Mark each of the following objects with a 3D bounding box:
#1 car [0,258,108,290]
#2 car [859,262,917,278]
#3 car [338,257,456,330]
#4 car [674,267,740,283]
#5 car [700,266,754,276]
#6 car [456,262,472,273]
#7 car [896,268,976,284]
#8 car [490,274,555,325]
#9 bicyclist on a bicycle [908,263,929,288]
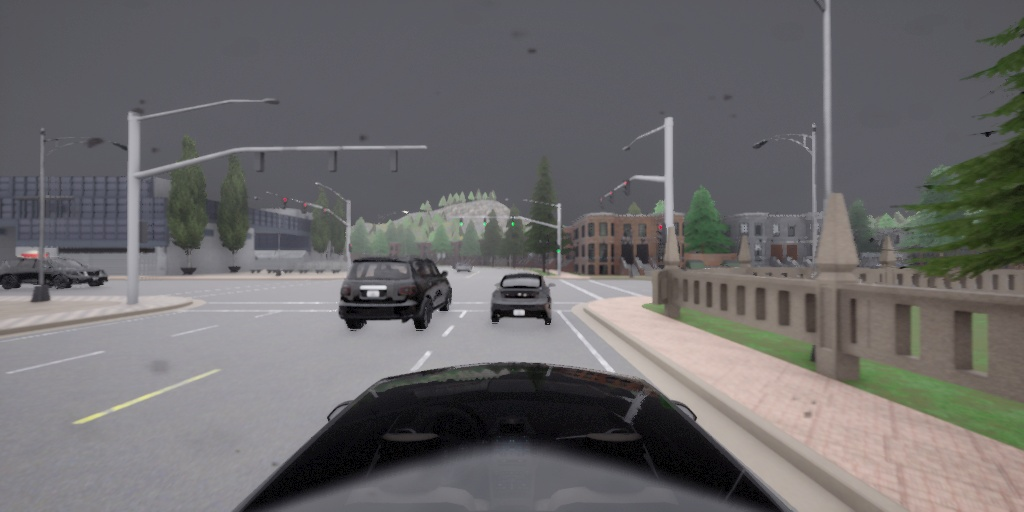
[{"bbox_3d":[-30.506,1.152,23.883,5.566,2.045,2.150,0,0,0],"label":"car"},{"bbox_3d":[32.898,1.243,31.018,5.357,1.411,2.033,0,0,0],"label":"car"},{"bbox_3d":[-3.412,1.051,11.524,2.150,2.045,5.566,0,-1,0],"label":"car"},{"bbox_3d":[16.836,1.588,31.101,4.718,1.301,1.895,0,0,0],"label":"car"},{"bbox_3d":[16.035,1.485,27.596,4.674,1.442,1.812,0,0,0],"label":"car"},{"bbox_3d":[-6.864,1.754,51.496,1.895,1.301,4.718,0,0,-2],"label":"car"},{"bbox_3d":[32.870,1.623,27.515,4.718,1.301,1.895,0,0,0],"label":"car"},{"bbox_3d":[0.421,1.341,12.347,1.837,1.490,4.892,0,0,5],"label":"car"},{"bbox_3d":[18.706,1.171,16.628,0.582,1.620,1.656,0,-1,0],"label":"bicyclist on a bicycle"}]
